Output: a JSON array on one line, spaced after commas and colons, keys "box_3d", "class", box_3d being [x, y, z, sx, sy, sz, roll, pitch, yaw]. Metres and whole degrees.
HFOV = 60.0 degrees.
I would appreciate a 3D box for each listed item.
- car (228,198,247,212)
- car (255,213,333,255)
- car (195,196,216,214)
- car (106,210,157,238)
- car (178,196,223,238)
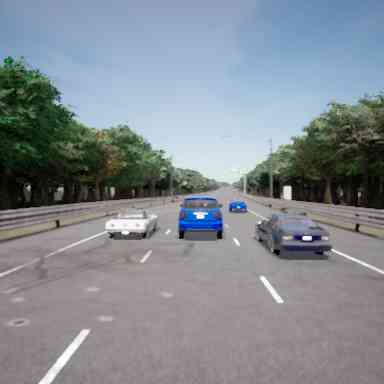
[{"box_3d": [5.223, 1.482, 38.311, 1.882, 1.535, 5.008, 0, 0, 5], "class": "car"}, {"box_3d": [3.832, 1.550, 13.365, 2.033, 1.411, 5.357, 0, 0, 2], "class": "car"}, {"box_3d": [1.524, 1.353, 35.856, 2.097, 1.767, 4.553, 0, 0, 4], "class": "car"}, {"box_3d": [-3.019, 1.598, 17.744, 1.895, 1.301, 4.718, 0, 0, 2], "class": "car"}, {"box_3d": [0.484, 1.221, 17.773, 2.150, 2.045, 5.566, 0, 0, 2], "class": "car"}]
